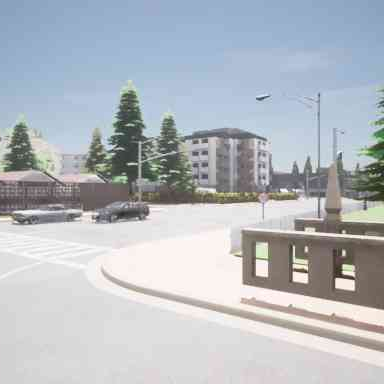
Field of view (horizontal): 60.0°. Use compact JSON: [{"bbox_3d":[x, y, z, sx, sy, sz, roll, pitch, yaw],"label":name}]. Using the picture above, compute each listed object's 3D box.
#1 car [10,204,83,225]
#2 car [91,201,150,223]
[{"bbox_3d":[-10.555,1.592,24.391,1.895,1.301,4.718,0,0,38],"label":"car"},{"bbox_3d":[-5.356,1.482,25.397,2.128,1.511,4.902,0,0,38],"label":"car"}]
